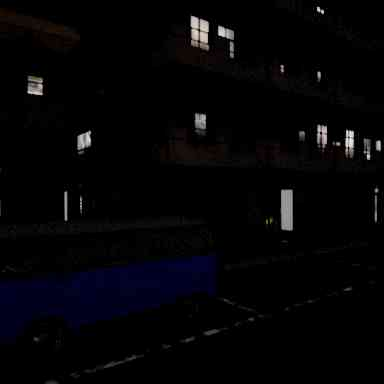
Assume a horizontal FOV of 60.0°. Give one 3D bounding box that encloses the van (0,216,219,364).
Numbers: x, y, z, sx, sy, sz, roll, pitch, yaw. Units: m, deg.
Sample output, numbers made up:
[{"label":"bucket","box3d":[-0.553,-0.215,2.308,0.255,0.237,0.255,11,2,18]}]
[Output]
[{"label":"van","box3d":[-1.424,1.340,5.553,3.998,1.788,1.690,0,0,-36]}]
